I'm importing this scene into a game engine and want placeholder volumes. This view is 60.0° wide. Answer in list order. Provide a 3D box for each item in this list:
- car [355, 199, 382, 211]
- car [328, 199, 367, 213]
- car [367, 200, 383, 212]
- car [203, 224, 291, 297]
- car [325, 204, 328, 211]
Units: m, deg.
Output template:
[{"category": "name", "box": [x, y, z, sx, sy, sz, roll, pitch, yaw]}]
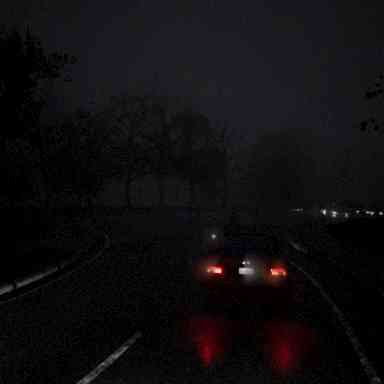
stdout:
[{"category": "car", "box": [28.210, 2.132, 53.186, 4.553, 1.767, 2.097, 3, -2, -39]}, {"category": "car", "box": [19.675, 1.687, 42.041, 4.553, 1.767, 2.097, 2, -1, -38]}, {"category": "car", "box": [27.971, 2.222, 48.510, 5.357, 1.411, 2.033, 3, -2, -38]}, {"category": "car", "box": [1.419, 1.547, 8.780, 2.033, 1.411, 5.357, 0, 0, 9]}, {"category": "car", "box": [21.036, 1.948, 47.549, 5.008, 1.535, 1.882, 2, -1, -38]}]
